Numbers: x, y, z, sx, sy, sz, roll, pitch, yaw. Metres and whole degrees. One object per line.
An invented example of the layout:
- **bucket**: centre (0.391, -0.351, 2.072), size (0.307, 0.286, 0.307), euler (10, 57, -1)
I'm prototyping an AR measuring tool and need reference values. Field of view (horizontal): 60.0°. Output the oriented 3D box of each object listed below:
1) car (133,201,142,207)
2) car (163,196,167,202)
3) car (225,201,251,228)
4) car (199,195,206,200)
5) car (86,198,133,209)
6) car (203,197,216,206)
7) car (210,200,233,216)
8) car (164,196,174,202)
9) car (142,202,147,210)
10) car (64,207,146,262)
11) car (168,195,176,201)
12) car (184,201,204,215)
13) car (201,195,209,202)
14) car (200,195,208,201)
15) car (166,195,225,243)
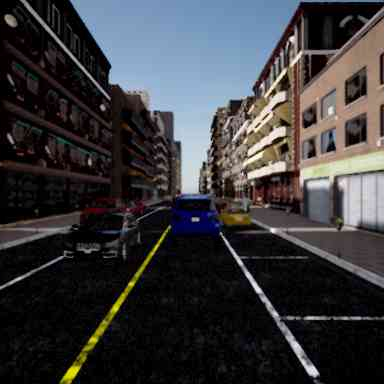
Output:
- **car**: centre (-5.596, 1.439, 27.336), size (1.967, 1.590, 4.097), euler (0, 0, 0)
- **car**: centre (-5.435, 1.551, 72.426), size (2.008, 1.369, 4.403), euler (0, 0, 0)
- **car**: centre (2.765, 1.531, 21.837), size (1.752, 1.417, 4.829), euler (0, 0, 0)
- **car**: centre (3.026, 1.588, 94.937), size (1.802, 1.307, 4.206), euler (0, 0, 0)
- **car**: centre (-5.615, 1.313, 21.701), size (2.192, 1.841, 5.009), euler (0, 0, 0)
- **car**: centre (2.885, 1.559, 55.484), size (2.008, 1.369, 4.403), euler (0, 0, 0)
- **car**: centre (2.804, 1.552, 32.939), size (1.887, 1.381, 4.507), euler (0, 0, 0)
- **car**: centre (-5.415, 1.550, 78.063), size (2.008, 1.369, 4.403), euler (0, 0, 0)
- **car**: centre (-5.576, 1.544, 32.974), size (1.887, 1.381, 4.507), euler (0, 0, 0)
- **car**: centre (-3.059, 1.504, 12.216), size (1.837, 1.490, 4.892), euler (0, 0, 0)
- **car**: centre (-5.374, 1.543, 89.335), size (1.887, 1.381, 4.507), euler (0, 0, 0)
- **car**: centre (0.221, 1.605, 34.948), size (1.895, 1.301, 4.718), euler (0, 0, 0)
- **car**: centre (2.967, 1.532, 78.198), size (1.752, 1.417, 4.829), euler (0, 0, 0)
- **car**: centre (2.986, 1.572, 83.665), size (1.947, 1.339, 4.313), euler (0, 0, 0)
- **car**: centre (0.154, 1.224, 16.239), size (2.150, 2.045, 5.566), euler (0, 0, 0)
